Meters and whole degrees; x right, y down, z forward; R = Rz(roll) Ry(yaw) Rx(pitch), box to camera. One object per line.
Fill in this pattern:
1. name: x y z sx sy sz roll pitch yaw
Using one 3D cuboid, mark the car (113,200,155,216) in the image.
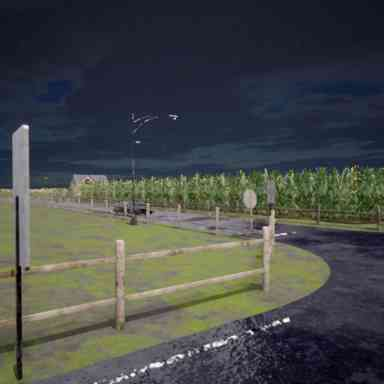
1. car: -5.460 1.461 30.753 2.033 1.411 5.357 -1 1 -37
